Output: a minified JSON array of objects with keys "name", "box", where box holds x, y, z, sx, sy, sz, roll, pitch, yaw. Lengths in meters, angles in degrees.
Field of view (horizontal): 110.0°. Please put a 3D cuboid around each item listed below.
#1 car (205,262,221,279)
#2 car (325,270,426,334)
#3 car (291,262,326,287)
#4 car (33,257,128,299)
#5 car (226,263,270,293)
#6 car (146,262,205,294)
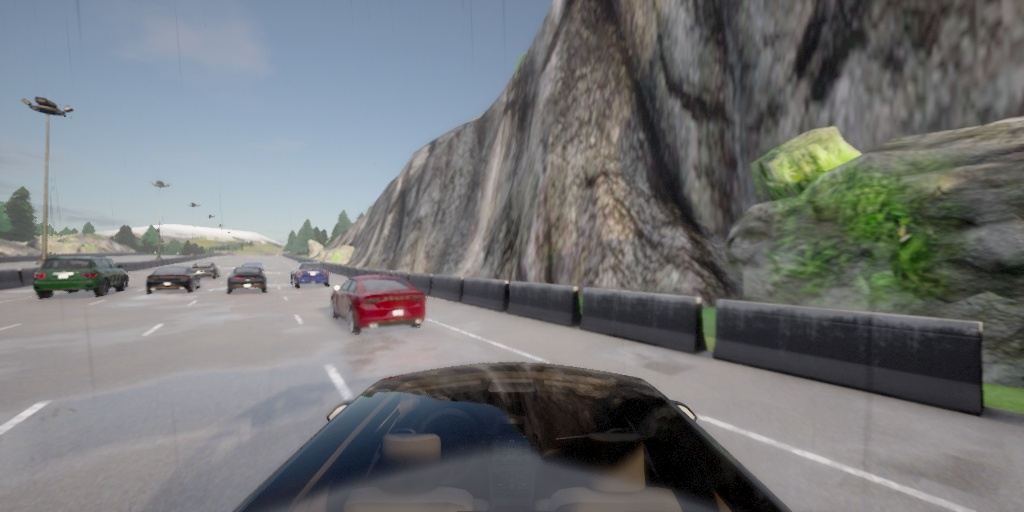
[{"name":"car","box":[-27.871,1.300,32.607,2.128,1.511,4.902,0,0,-35]},{"name":"car","box":[-4.330,1.320,11.224,1.882,1.535,5.008,0,-1,-35]},{"name":"car","box":[-14.689,1.242,26.001,2.097,1.767,4.553,0,0,-35]},{"name":"car","box":[-22.660,1.050,19.077,2.150,2.045,5.566,0,0,-35]},{"name":"car","box":[-16.071,1.376,21.872,1.837,1.490,4.892,0,0,-35]},{"name":"car","box":[-19.932,1.325,21.283,1.882,1.535,5.008,0,0,-35]}]
